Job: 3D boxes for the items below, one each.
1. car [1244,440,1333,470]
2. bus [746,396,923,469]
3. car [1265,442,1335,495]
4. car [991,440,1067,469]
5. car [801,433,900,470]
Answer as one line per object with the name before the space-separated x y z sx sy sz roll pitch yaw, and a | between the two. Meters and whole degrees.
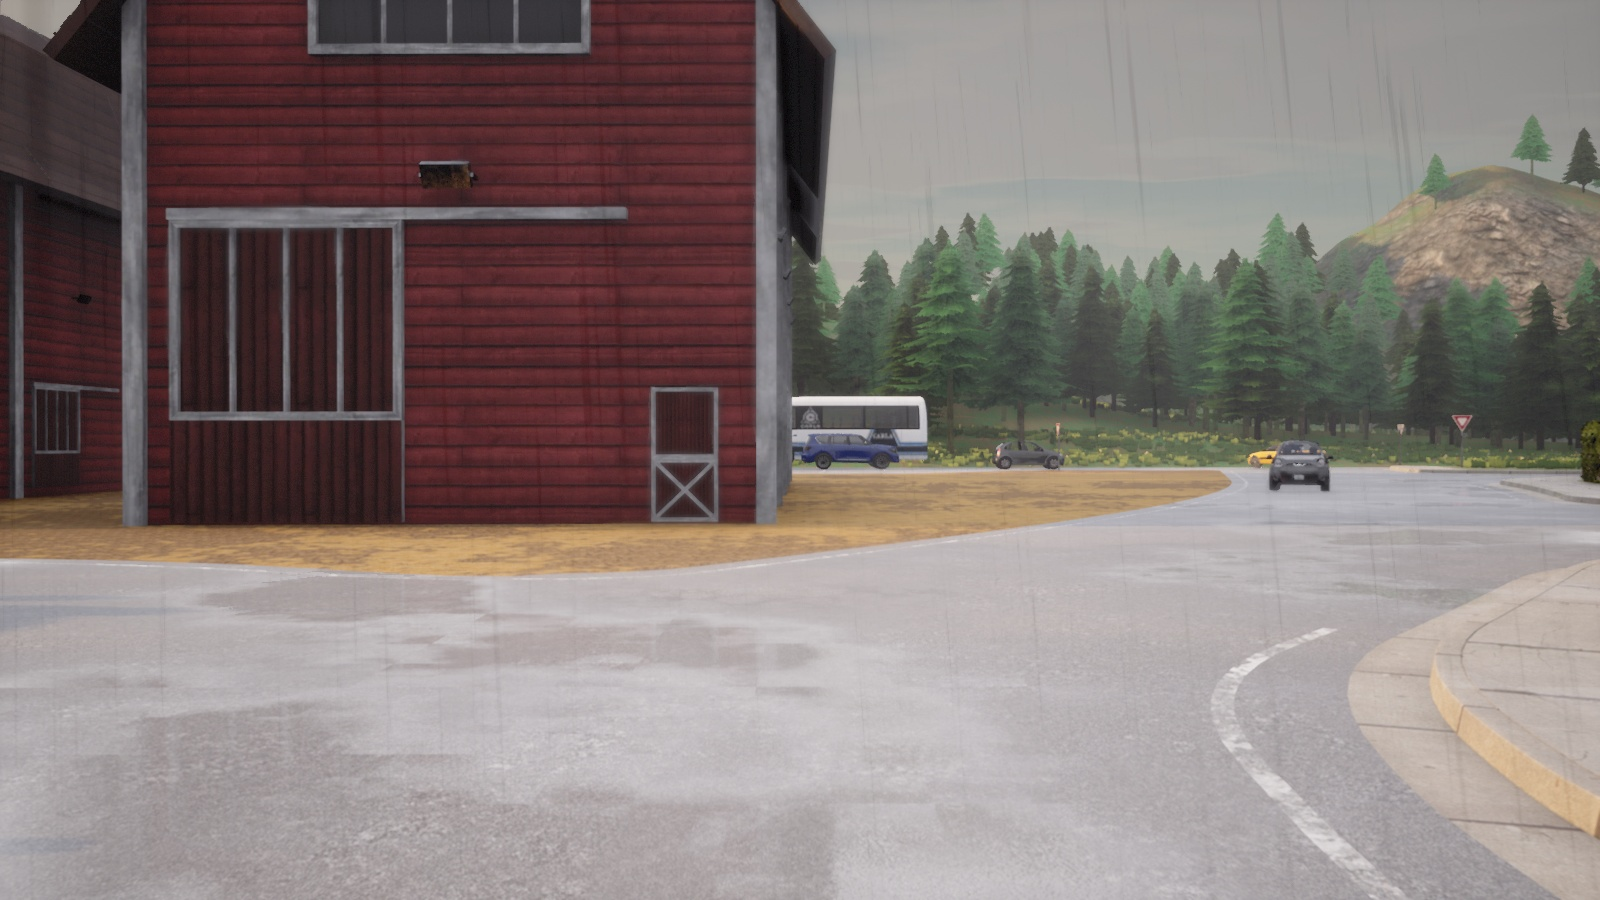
car | 27.034 0.278 69.699 1.801 1.575 5.366 -1 0 -15
bus | 2.029 -1.022 74.733 10.273 4.253 3.944 0 0 1
car | 15.006 0.511 37.648 1.845 1.501 3.633 0 0 23
car | 12.943 0.273 71.067 3.988 1.617 1.851 0 0 1
car | 2.839 0.086 71.222 5.566 2.045 2.150 0 0 1
